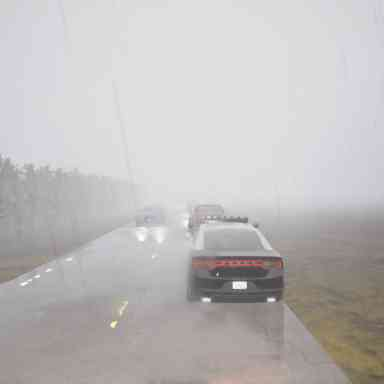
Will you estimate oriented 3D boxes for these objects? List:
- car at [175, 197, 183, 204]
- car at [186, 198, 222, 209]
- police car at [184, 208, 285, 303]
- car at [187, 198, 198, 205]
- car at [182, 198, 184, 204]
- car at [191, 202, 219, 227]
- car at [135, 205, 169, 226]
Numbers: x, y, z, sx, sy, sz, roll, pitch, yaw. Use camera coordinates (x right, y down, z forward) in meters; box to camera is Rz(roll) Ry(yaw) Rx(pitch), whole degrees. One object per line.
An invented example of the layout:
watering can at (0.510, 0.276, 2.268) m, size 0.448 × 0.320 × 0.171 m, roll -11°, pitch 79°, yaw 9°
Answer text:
car at (-2.634, 1.786, 72.304) m, size 1.837 × 1.490 × 4.892 m, roll 0°, pitch 0°, yaw 0°
car at (0.853, 1.373, 18.263) m, size 2.097 × 1.767 × 4.553 m, roll 0°, pitch 0°, yaw 0°
police car at (0.838, 1.430, 8.401) m, size 1.930 × 1.638 × 5.238 m, roll 0°, pitch 0°, yaw 0°
car at (0.102, 1.779, 63.363) m, size 1.994 × 1.385 × 4.181 m, roll 0°, pitch 0°, yaw 0°
car at (0.101, 1.676, 46.015) m, size 2.033 × 1.411 × 5.357 m, roll 0°, pitch 0°, yaw 1°
car at (0.864, 1.544, 24.293) m, size 1.837 × 1.490 × 4.892 m, roll 0°, pitch 0°, yaw 0°
car at (-2.711, 1.599, 23.330) m, size 1.994 × 1.385 × 4.181 m, roll 0°, pitch 0°, yaw 0°
